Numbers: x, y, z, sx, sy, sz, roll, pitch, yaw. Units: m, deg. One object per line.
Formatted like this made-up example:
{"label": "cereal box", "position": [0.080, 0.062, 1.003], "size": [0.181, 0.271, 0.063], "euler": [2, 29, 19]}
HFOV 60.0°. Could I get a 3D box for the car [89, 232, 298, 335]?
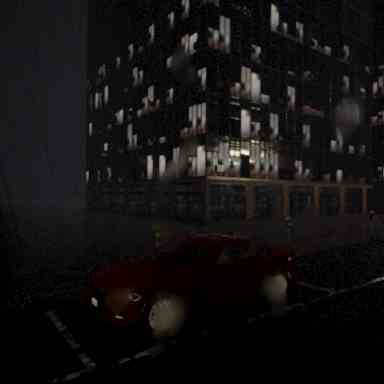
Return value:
{"label": "car", "position": [0.249, 1.544, 6.726], "size": [4.507, 1.381, 1.887], "euler": [0, 1, -35]}
